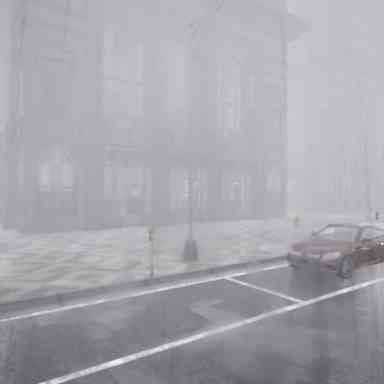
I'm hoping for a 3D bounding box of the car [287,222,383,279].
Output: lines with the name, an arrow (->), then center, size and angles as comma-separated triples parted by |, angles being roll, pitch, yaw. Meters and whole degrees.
car -> 4.657, 1.590, 9.967 | 4.206, 1.307, 1.802 | 0, 0, -35
